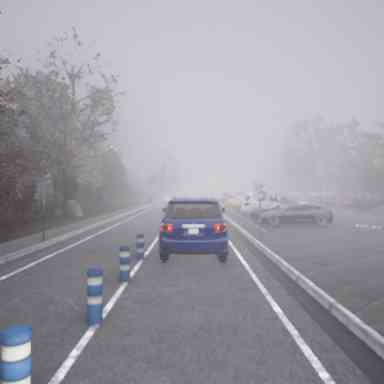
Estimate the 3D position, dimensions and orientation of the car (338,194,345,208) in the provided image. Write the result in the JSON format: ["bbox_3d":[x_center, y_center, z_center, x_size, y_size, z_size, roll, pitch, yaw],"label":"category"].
[{"bbox_3d":[19.996,1.268,38.451,4.792,1.488,2.163,0,1,0],"label":"car"}]

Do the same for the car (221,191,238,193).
[{"bbox_3d":[7.071,1.016,49.695,4.553,1.767,2.185,0,0,0],"label":"car"}]

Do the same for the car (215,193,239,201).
[{"bbox_3d":[7.212,1.061,69.125,4.892,1.521,2.231,0,0,0],"label":"car"}]

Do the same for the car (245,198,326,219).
[{"bbox_3d":[6.832,1.422,24.721,5.008,1.535,2.097,0,1,0],"label":"car"}]

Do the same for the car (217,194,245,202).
[{"bbox_3d":[7.105,1.123,60.798,4.792,1.488,2.163,0,0,0],"label":"car"}]

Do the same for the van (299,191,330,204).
[{"bbox_3d":[20.282,0.884,55.059,4.442,1.987,1.878,0,0,0],"label":"van"}]

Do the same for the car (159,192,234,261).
[{"bbox_3d":[0.065,1.168,12.128,2.150,2.045,5.566,0,1,0],"label":"car"}]

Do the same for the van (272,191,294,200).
[{"bbox_3d":[20.448,0.805,74.575,4.442,1.987,1.878,0,0,0],"label":"van"}]

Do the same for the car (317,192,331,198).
[{"bbox_3d":[20.124,1.182,46.754,4.792,1.488,2.163,0,0,0],"label":"car"}]

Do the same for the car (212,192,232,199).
[{"bbox_3d":[7.268,0.889,80.229,4.553,1.767,2.185,0,0,0],"label":"car"}]

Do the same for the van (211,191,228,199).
[{"bbox_3d":[7.254,0.755,88.558,4.442,1.987,1.878,0,0,0],"label":"van"}]

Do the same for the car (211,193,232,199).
[{"bbox_3d":[7.318,1.003,83.006,5.008,1.535,2.097,0,0,0],"label":"car"}]

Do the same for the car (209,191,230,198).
[{"bbox_3d":[7.423,0.718,91.333,5.566,2.045,2.435,0,0,0],"label":"car"}]

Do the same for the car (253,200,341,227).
[{"bbox_3d":[6.774,1.487,21.945,4.792,1.488,2.163,0,1,0],"label":"car"}]

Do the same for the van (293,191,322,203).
[{"bbox_3d":[20.072,0.873,57.831,4.442,1.987,1.878,0,0,0],"label":"van"}]

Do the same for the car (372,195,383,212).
[{"bbox_3d":[19.768,1.342,30.144,5.366,1.575,1.946,0,1,0],"label":"car"}]

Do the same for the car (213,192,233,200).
[{"bbox_3d":[7.245,0.900,77.454,4.553,1.767,2.185,0,0,0],"label":"car"}]

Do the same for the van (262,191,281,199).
[{"bbox_3d":[20.543,0.760,85.656,4.442,1.987,1.878,0,0,0],"label":"van"}]

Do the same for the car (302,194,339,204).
[{"bbox_3d":[20.147,1.121,52.291,5.008,1.535,2.097,0,0,0],"label":"car"}]

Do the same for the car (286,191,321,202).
[{"bbox_3d":[20.185,0.836,60.600,5.566,2.045,2.435,0,0,0],"label":"car"}]

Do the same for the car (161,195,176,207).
[{"bbox_3d":[-3.279,1.208,46.910,1.812,1.442,4.674,0,0,0],"label":"car"}]

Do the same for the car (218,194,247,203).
[{"bbox_3d":[7.082,1.135,58.022,4.792,1.488,2.163,0,0,0],"label":"car"}]

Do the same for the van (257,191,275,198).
[{"bbox_3d":[20.357,0.737,91.205,4.442,1.987,1.878,0,0,0],"label":"van"}]

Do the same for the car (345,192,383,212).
[{"bbox_3d":[20.029,1.023,35.678,5.566,2.045,2.435,0,1,0],"label":"car"}]

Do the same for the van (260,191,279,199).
[{"bbox_3d":[20.565,0.749,88.300,4.442,1.987,1.878,0,0,0],"label":"van"}]

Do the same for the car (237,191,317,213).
[{"bbox_3d":[6.879,1.135,27.493,5.566,2.045,2.435,0,1,0],"label":"car"}]

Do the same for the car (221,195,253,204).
[{"bbox_3d":[7.093,1.157,52.469,4.792,1.488,2.163,0,0,0],"label":"car"}]

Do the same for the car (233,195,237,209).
[{"bbox_3d":[6.904,1.317,33.048,4.892,1.521,2.231,0,1,0],"label":"car"}]

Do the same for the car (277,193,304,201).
[{"bbox_3d":[20.278,1.053,68.912,5.008,1.535,2.097,0,0,0],"label":"car"}]

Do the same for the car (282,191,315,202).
[{"bbox_3d":[20.208,0.825,63.370,5.566,2.045,2.435,0,0,0],"label":"car"}]

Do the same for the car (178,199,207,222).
[{"bbox_3d":[0.065,1.377,26.295,2.033,1.411,5.357,0,0,1],"label":"car"}]

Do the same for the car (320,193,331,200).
[{"bbox_3d":[20.101,1.204,44.115,4.792,1.488,2.163,0,1,1],"label":"car"}]

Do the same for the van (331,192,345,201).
[{"bbox_3d":[20.166,0.978,41.340,4.442,1.987,1.878,0,1,0],"label":"van"}]

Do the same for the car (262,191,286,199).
[{"bbox_3d":[20.374,0.745,82.886,5.566,2.045,2.435,0,0,0],"label":"car"}]

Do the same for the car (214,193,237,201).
[{"bbox_3d":[7.223,1.050,71.902,4.892,1.521,2.231,0,0,0],"label":"car"}]

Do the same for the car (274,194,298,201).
[{"bbox_3d":[20.311,1.082,71.807,4.674,1.452,2.002,0,0,0],"label":"car"}]

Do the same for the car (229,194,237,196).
[{"bbox_3d":[6.736,1.277,35.825,5.366,1.575,1.946,0,1,0],"label":"car"}]
